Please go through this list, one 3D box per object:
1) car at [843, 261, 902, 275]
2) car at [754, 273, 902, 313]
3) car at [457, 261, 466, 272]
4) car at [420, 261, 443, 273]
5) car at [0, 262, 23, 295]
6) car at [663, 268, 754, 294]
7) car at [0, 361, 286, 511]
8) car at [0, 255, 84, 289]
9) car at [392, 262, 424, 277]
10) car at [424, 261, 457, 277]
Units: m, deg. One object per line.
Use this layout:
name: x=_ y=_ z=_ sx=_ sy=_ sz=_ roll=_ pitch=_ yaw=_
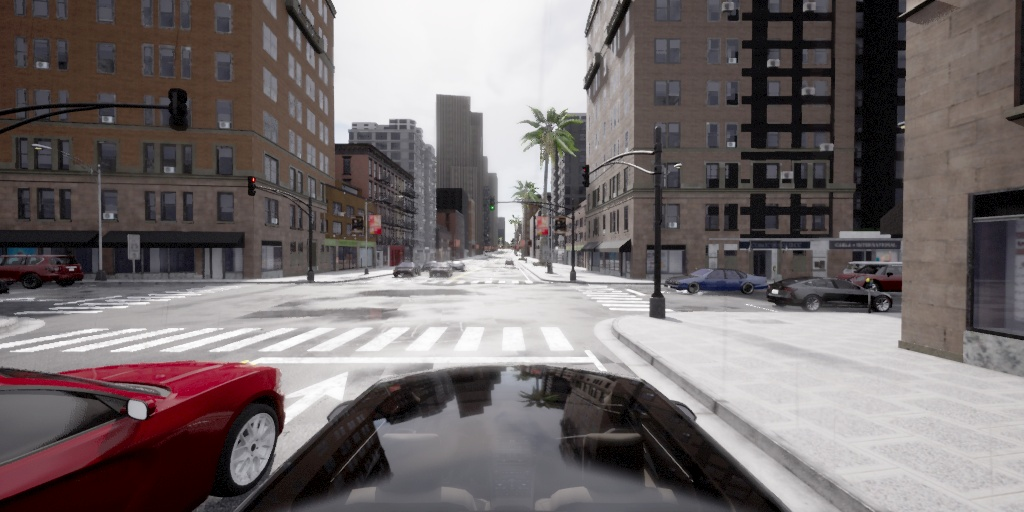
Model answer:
car: x=21.175 y=1.282 z=20.667 sx=4.553 sy=1.767 sz=2.097 roll=0 pitch=1 yaw=0
car: x=12.863 y=1.516 z=14.710 sx=4.313 sy=1.339 sz=1.948 roll=0 pitch=0 yaw=0
car: x=-6.915 y=1.310 z=44.927 sx=1.994 sy=1.385 sz=4.181 roll=0 pitch=0 yaw=0
car: x=-10.177 y=1.310 z=45.482 sx=1.994 sy=1.385 sz=4.181 roll=0 pitch=0 yaw=-1
car: x=-24.034 y=1.129 z=14.573 sx=4.892 sy=1.490 sz=1.837 roll=1 pitch=1 yaw=-9
car: x=11.705 y=1.404 z=20.656 sx=5.357 sy=1.411 sz=2.033 roll=0 pitch=1 yaw=0
car: x=-3.144 y=1.228 z=1.473 sx=1.882 sy=1.535 sz=5.008 roll=0 pitch=0 yaw=1
car: x=-27.279 y=0.840 z=19.906 sx=5.009 sy=1.841 sz=2.192 roll=0 pitch=0 yaw=-9
car: x=-10.138 y=1.297 z=35.139 sx=2.033 sy=1.411 sz=5.357 roll=0 pitch=0 yaw=-4
car: x=-6.873 y=1.297 z=35.143 sx=2.033 sy=1.411 sz=5.357 roll=0 pitch=0 yaw=-4
